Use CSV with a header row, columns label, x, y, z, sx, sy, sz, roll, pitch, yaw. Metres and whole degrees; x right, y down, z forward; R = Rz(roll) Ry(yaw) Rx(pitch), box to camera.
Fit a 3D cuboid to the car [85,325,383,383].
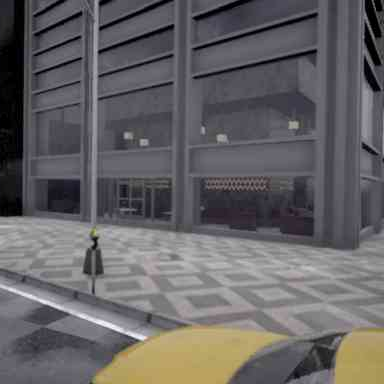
label,x,y,z,sx,sy,sz,roll,pitch,yaw
car,1.284,1.524,2.044,4.829,1.417,1.752,1,1,35
